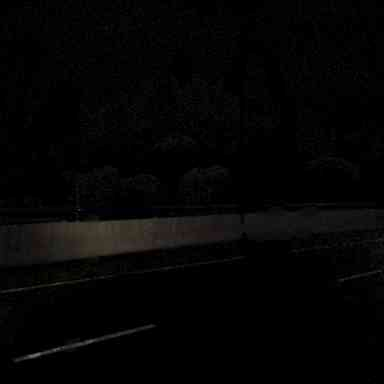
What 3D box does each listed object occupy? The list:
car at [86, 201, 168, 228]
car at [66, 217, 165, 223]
[{"bbox_3d":[-4.240,1.429,22.100,5.008,1.535,1.882,0,0,-33],"label":"car"},{"bbox_3d":[-4.029,1.503,18.104,5.357,1.411,2.033,0,0,-33],"label":"car"}]
